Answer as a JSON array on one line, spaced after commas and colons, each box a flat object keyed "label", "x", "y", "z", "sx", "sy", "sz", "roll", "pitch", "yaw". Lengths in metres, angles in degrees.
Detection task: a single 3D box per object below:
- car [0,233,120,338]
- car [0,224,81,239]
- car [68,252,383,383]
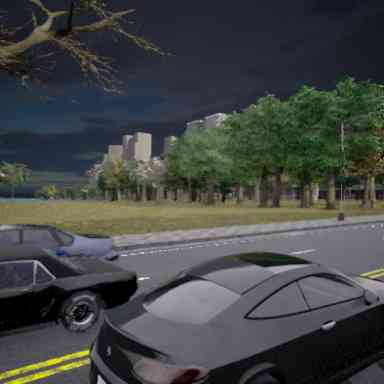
[{"label": "car", "x": -3.378, "y": 1.601, "z": 5.268, "sx": 4.718, "sy": 1.301, "sz": 1.895, "roll": 0, "pitch": 0, "yaw": -35}, {"label": "car", "x": -4.577, "y": 1.548, "z": 8.400, "sx": 5.357, "sy": 1.411, "sz": 2.033, "roll": 0, "pitch": 0, "yaw": -36}, {"label": "car", "x": 1.107, "y": 1.527, "z": 4.244, "sx": 4.674, "sy": 1.442, "sz": 1.812, "roll": 0, "pitch": 0, "yaw": -36}]
